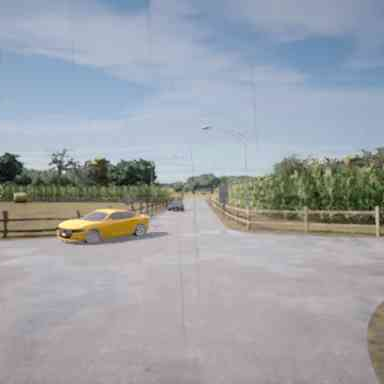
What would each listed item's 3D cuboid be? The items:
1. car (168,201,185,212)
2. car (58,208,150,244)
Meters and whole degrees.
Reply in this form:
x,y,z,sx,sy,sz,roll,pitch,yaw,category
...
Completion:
x,y,z,sx,sy,sz,roll,pitch,yaw,category
-1.940,1.773,42.168,1.994,1.385,4.181,0,0,1,car
-4.283,1.607,16.863,1.882,1.535,5.008,3,2,34,car
